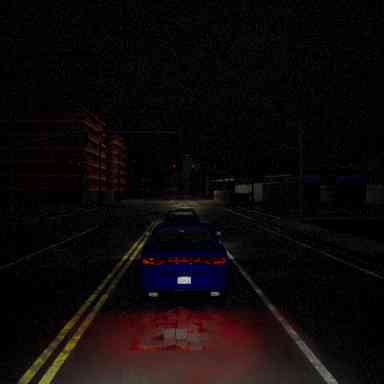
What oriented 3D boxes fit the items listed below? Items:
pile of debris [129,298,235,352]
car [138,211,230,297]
[{"bbox_3d":[-0.175,2.175,5.638,1.500,0.140,1.860,0,0,-2],"label":"pile of debris"},{"bbox_3d":[-0.216,1.478,8.609,1.882,1.535,5.008,0,0,-2],"label":"car"}]
